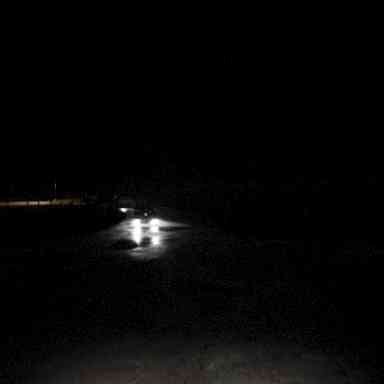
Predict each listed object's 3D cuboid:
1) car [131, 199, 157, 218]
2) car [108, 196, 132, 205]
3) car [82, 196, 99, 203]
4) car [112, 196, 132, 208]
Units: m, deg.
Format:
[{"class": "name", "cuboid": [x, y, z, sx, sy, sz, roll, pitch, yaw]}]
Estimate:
[{"class": "car", "cuboid": [-4.018, 1.441, 28.476, 1.895, 1.301, 4.718, 0, 0, -10]}, {"class": "car", "cuboid": [-11.881, 1.367, 54.403, 1.895, 1.301, 4.718, -1, 1, -38]}, {"class": "car", "cuboid": [-18.632, 1.395, 61.805, 4.181, 1.385, 1.994, -1, 1, 41]}, {"class": "car", "cuboid": [-8.637, 1.322, 43.270, 1.812, 1.442, 4.674, -1, 1, -26]}]
